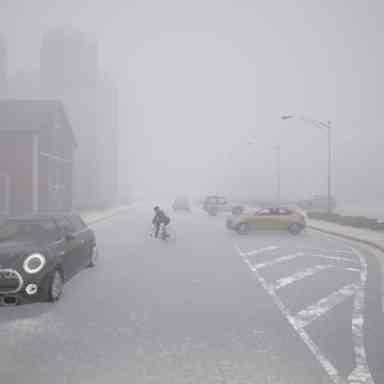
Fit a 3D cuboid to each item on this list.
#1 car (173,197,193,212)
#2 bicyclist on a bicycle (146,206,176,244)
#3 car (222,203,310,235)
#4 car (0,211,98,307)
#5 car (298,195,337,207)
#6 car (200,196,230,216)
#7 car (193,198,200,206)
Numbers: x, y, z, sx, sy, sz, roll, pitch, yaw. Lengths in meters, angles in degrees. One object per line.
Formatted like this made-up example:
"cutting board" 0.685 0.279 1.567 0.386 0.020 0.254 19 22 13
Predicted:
"car" -1.243 1.601 38.568 1.895 1.301 4.718 0 0 -2
"bicyclist on a bicycle" -1.412 1.455 14.622 1.656 1.620 0.582 -3 -1 32
"car" 3.960 1.506 18.196 4.193 1.474 1.816 0 0 -2
"car" -3.848 1.352 8.169 2.097 1.767 4.553 0 0 -2
"car" 15.931 1.310 42.238 4.605 1.855 1.932 0 0 -2
"car" 2.988 1.313 31.655 3.866 1.878 1.905 0 0 -2
"car" 2.263 1.480 55.851 4.611 1.667 2.242 0 0 -2
